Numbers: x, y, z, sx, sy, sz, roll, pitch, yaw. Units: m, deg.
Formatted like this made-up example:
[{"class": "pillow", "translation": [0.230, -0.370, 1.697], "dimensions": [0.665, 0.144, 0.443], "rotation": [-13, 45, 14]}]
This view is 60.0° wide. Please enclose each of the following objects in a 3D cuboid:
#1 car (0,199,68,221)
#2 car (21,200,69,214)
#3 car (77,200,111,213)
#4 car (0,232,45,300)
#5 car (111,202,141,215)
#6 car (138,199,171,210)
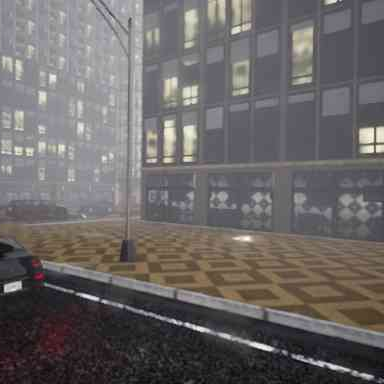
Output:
[{"class": "car", "translation": [-13.350, 1.543, 28.928], "dimensions": [2.192, 1.841, 5.009], "rotation": [0, 0, 36]}, {"class": "car", "translation": [-16.857, 1.674, 38.299], "dimensions": [1.752, 1.417, 4.829], "rotation": [0, 0, 36]}, {"class": "car", "translation": [-11.745, 1.738, 40.857], "dimensions": [1.837, 1.490, 4.892], "rotation": [1, 0, 36]}, {"class": "car", "translation": [-5.085, 1.528, 7.293], "dimensions": [4.674, 1.442, 1.812], "rotation": [0, 0, 35]}, {"class": "car", "translation": [-6.562, 1.854, 38.146], "dimensions": [1.752, 1.417, 4.829], "rotation": [0, 0, 36]}, {"class": "car", "translation": [-5.524, 1.801, 49.284], "dimensions": [1.882, 1.535, 5.008], "rotation": [1, 0, 36]}]
